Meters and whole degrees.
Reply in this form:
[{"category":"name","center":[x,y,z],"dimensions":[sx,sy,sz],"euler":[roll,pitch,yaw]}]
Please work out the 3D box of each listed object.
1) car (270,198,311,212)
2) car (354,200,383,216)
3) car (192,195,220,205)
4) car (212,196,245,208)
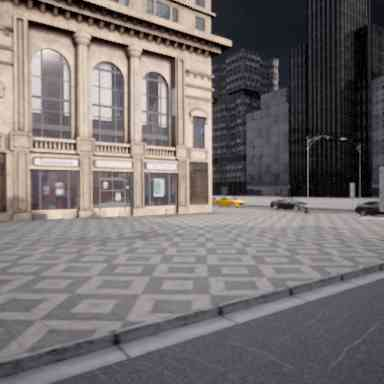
[{"category":"car","center":[11.022,1.406,37.463],"dimensions":[2.128,1.511,4.902],"euler":[-1,1,-34]},{"category":"car","center":[16.690,1.469,29.116],"dimensions":[1.812,1.442,4.674],"euler":[-1,1,-34]},{"category":"car","center":[2.309,1.319,55.955],"dimensions":[2.128,1.511,4.902],"euler":[-1,1,-33]},{"category":"car","center":[5.246,1.363,46.016],"dimensions":[1.882,1.535,5.008],"euler":[-1,1,-34]}]
